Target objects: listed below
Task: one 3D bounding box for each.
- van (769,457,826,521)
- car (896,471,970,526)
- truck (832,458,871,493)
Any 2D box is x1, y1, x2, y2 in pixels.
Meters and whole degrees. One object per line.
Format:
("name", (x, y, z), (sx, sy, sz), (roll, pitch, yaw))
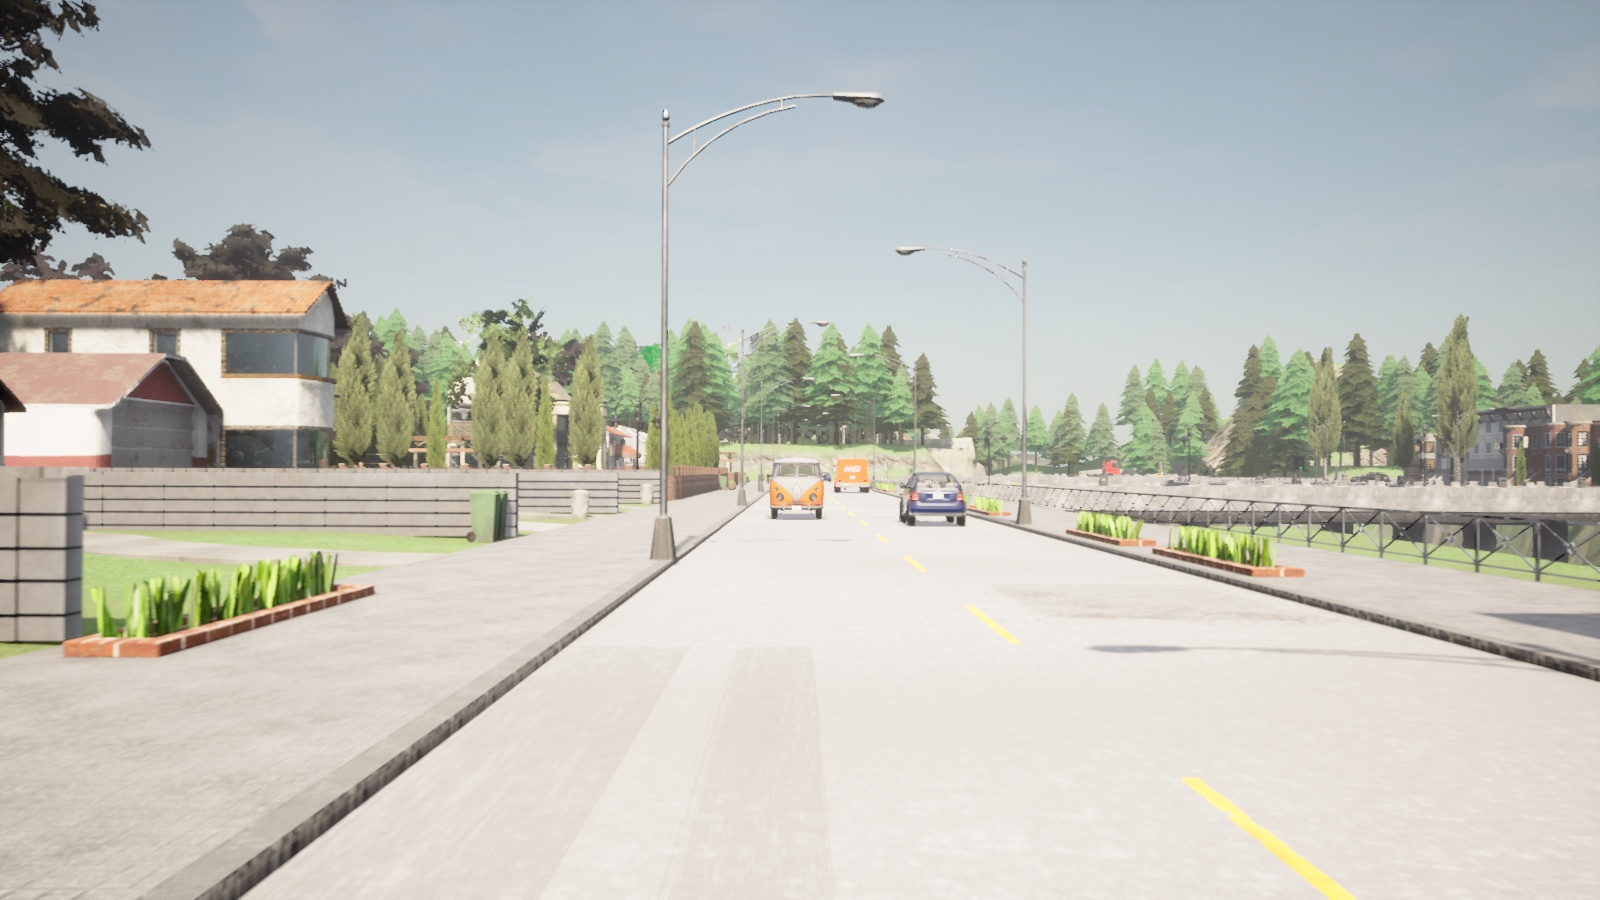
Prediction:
("van", (-0.099, 1.263, 41.527), (1.775, 1.987, 4.442), (0, -1, 0))
("car", (3.912, 1.405, 37.499), (1.789, 1.549, 3.705), (0, -1, 0))
("truck", (3.780, 1.869, 92.943), (2.627, 2.467, 5.204), (0, -1, 0))
